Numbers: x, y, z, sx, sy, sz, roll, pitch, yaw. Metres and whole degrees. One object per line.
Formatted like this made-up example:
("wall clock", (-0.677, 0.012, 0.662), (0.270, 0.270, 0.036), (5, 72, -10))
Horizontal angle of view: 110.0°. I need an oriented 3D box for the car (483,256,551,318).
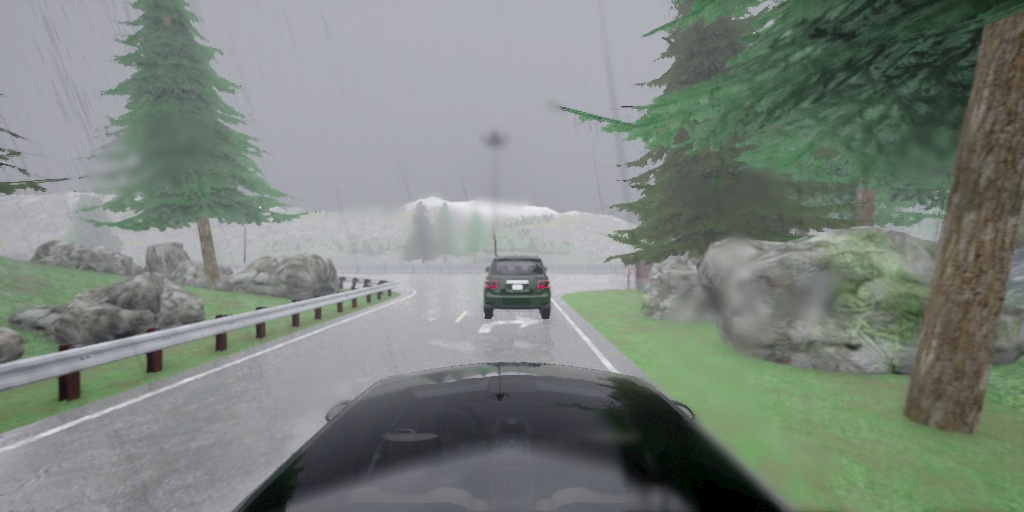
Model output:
("car", (0.177, 1.002, 13.210), (2.150, 2.045, 5.566), (0, 0, 0))
